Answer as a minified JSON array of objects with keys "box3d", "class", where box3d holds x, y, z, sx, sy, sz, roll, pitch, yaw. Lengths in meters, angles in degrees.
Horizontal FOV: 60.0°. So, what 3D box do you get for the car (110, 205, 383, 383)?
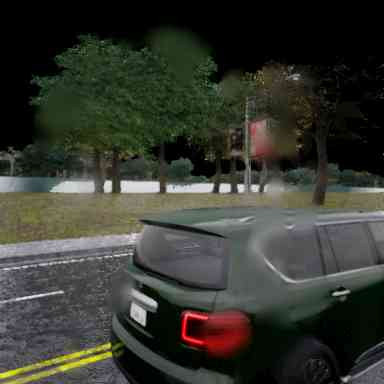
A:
[{"box3d":[1.686,1.210,4.641,5.566,2.045,2.150,0,0,-35],"class":"car"}]
